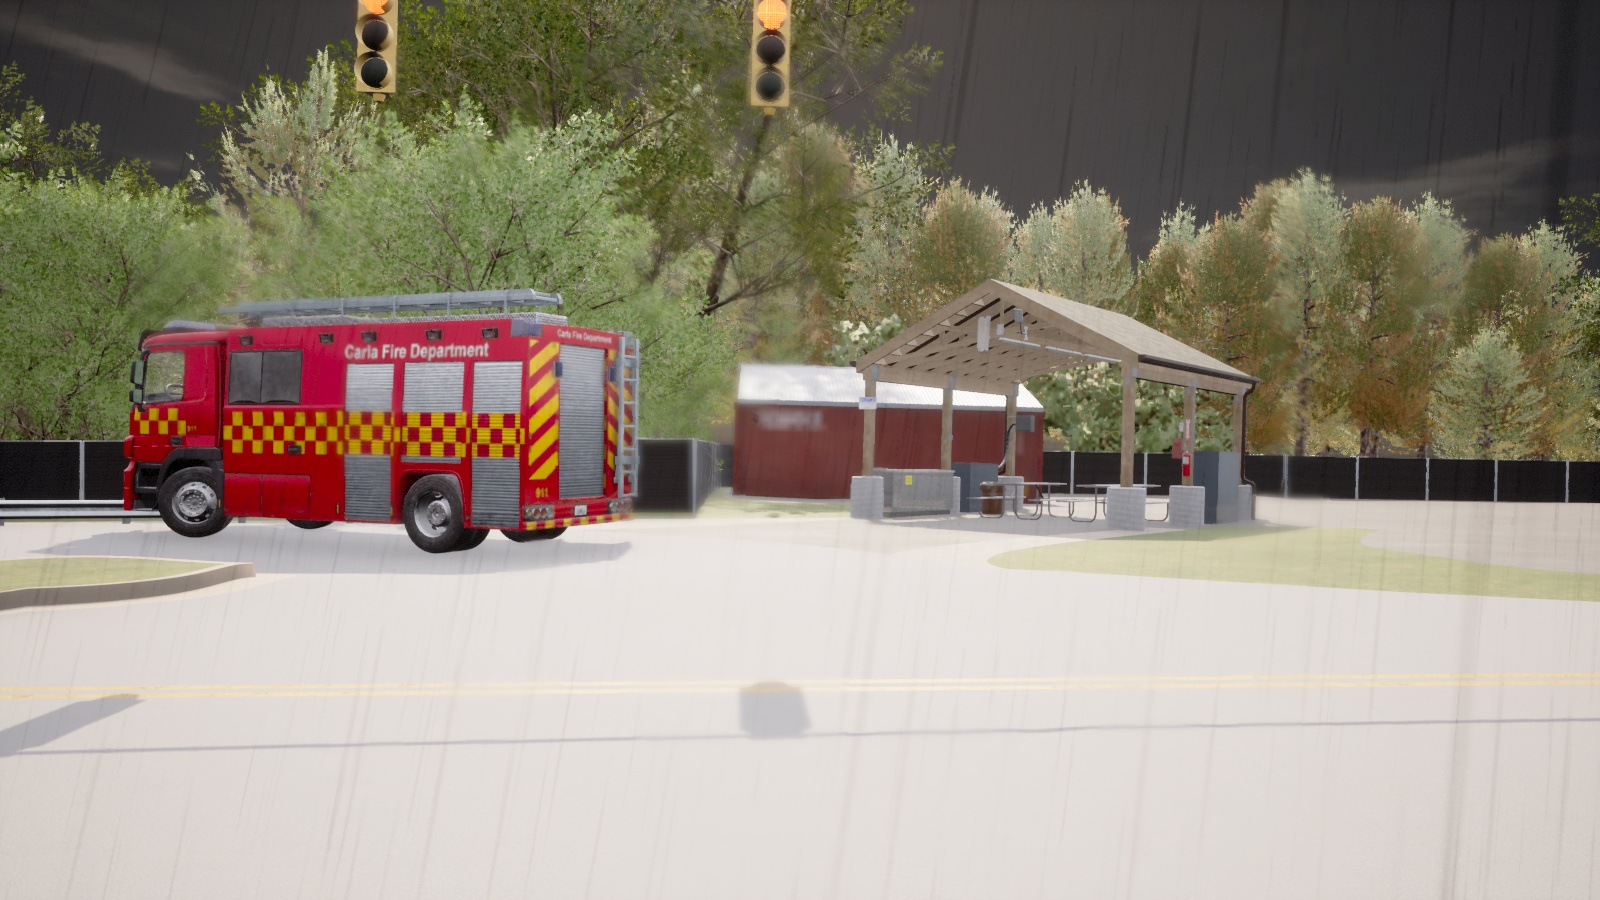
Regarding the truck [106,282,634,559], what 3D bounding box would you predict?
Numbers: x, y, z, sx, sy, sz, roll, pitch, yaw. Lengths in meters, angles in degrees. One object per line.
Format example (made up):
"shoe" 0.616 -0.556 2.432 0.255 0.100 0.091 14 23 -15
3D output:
"truck" -7.109 -0.474 20.463 8.468 3.827 2.891 1 1 25
